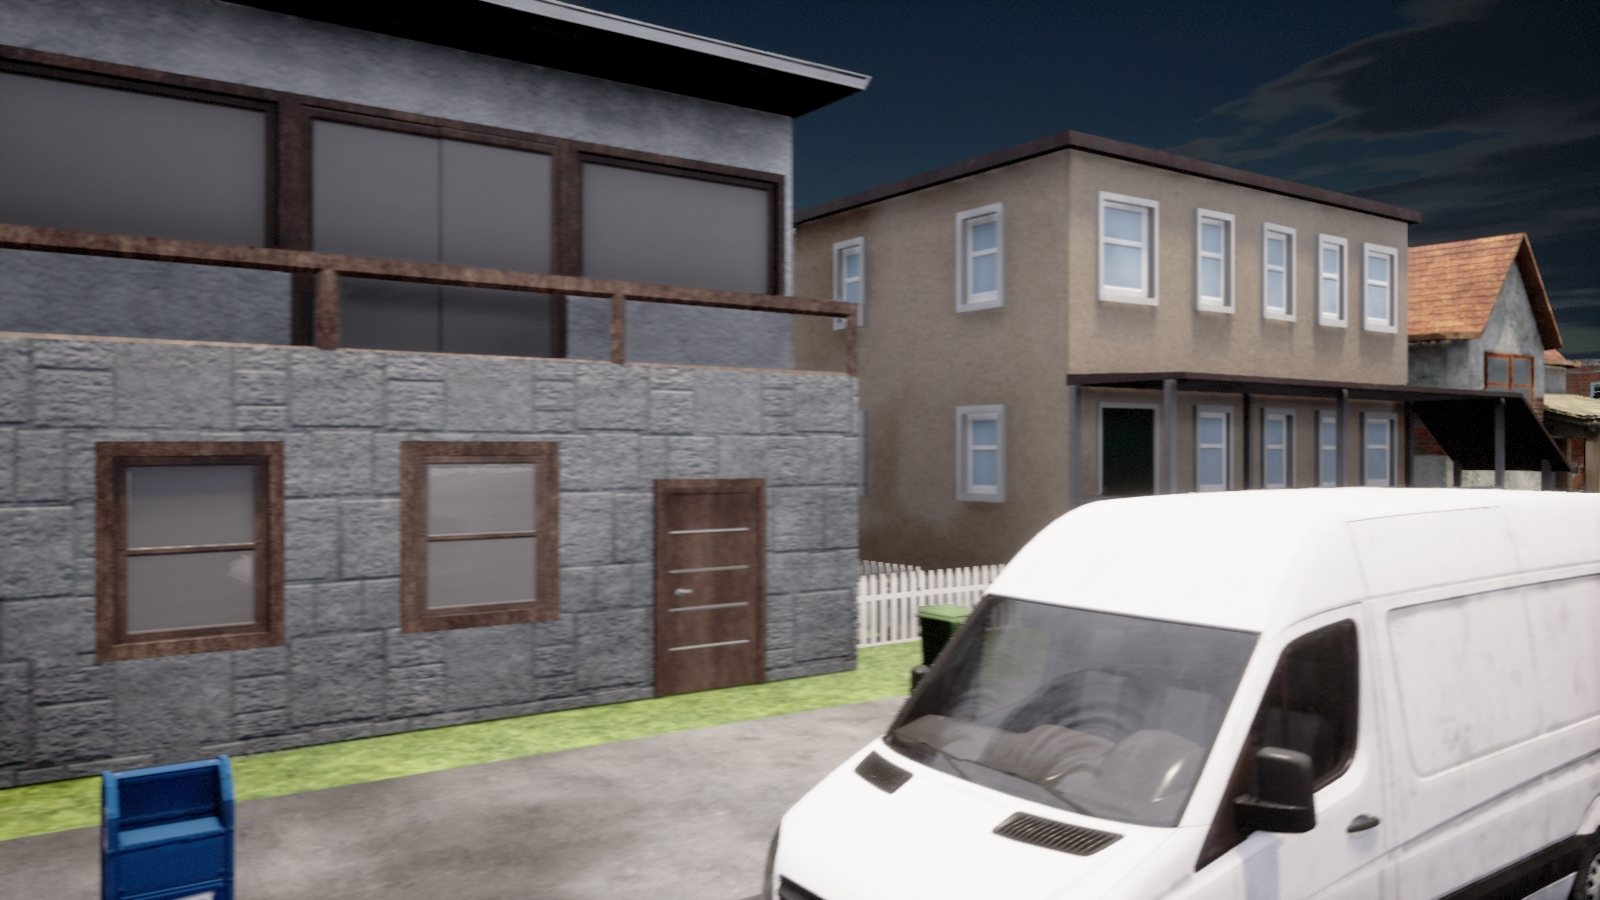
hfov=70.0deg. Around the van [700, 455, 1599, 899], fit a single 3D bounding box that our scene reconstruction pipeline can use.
[{"bbox_3d":[2.527,1.315,6.162,5.915,2.561,1.988,0,0,-35],"label":"van"}]
